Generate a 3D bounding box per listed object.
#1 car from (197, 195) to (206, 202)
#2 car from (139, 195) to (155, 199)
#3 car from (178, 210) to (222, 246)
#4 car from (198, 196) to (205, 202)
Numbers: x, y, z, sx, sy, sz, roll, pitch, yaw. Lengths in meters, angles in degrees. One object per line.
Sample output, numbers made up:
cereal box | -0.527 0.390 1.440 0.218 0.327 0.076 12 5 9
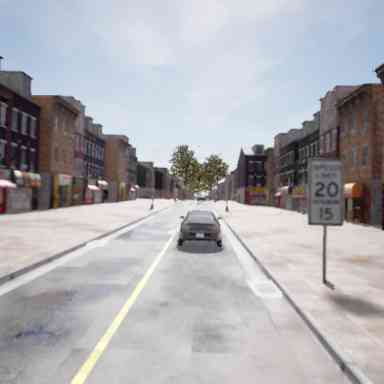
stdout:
car | 2.202 1.570 77.424 1.837 1.490 4.892 1 0 2
car | -12.162 1.412 90.741 4.313 1.339 1.947 2 -2 1
car | 0.390 1.562 15.491 1.812 1.442 4.674 1 0 2
car | 2.596 1.826 91.147 1.882 1.535 5.008 1 -1 2
